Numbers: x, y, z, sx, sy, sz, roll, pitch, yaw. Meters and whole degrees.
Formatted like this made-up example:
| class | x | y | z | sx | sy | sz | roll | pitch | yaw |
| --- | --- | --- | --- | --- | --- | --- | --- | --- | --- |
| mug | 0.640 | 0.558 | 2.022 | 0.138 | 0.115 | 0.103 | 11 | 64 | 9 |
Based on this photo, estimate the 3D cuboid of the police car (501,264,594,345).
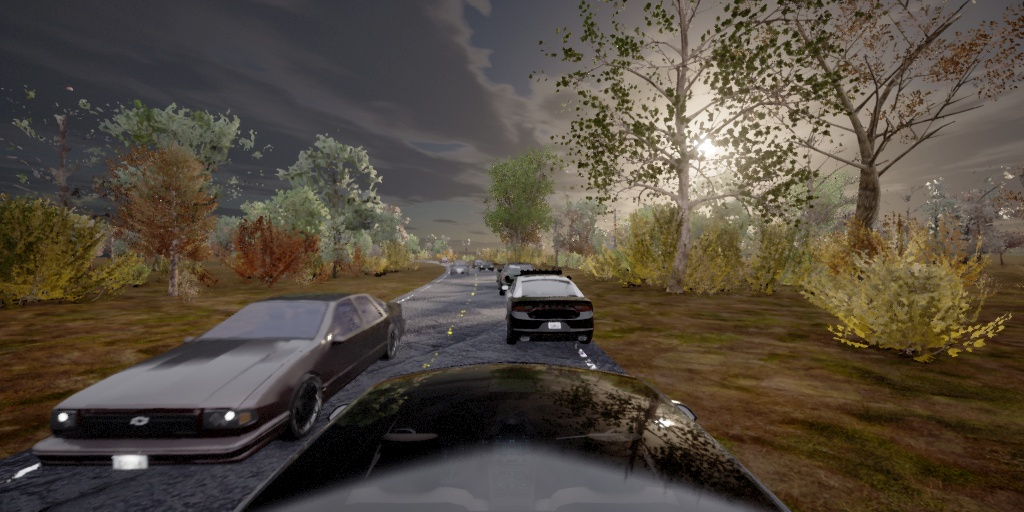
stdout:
| class | x | y | z | sx | sy | sz | roll | pitch | yaw |
| --- | --- | --- | --- | --- | --- | --- | --- | --- | --- |
| police car | 0.768 | 1.174 | 9.698 | 1.930 | 1.638 | 5.238 | 0 | 0 | -2 |

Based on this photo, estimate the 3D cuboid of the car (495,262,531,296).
| class | x | y | z | sx | sy | sz | roll | pitch | yaw |
| --- | --- | --- | --- | --- | --- | --- | --- | --- | --- |
| car | 0.298 | 1.099 | 19.626 | 2.097 | 1.767 | 4.553 | 0 | 0 | -4 |

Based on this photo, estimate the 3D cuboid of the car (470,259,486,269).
| class | x | y | z | sx | sy | sz | roll | pitch | yaw |
| --- | --- | --- | --- | --- | --- | --- | --- | --- | --- |
| car | -5.571 | 1.289 | 58.833 | 2.033 | 1.411 | 5.357 | 0 | 0 | -11 |

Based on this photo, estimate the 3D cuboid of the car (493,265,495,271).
| class | x | y | z | sx | sy | sz | roll | pitch | yaw |
| --- | --- | --- | --- | --- | --- | --- | --- | --- | --- |
| car | -0.146 | 1.253 | 25.687 | 1.837 | 1.490 | 4.892 | 0 | 0 | -5 |

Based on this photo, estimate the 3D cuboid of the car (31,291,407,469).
| class | x | y | z | sx | sy | sz | roll | pitch | yaw |
| --- | --- | --- | --- | --- | --- | --- | --- | --- | --- |
| car | -3.167 | 1.297 | 5.592 | 2.033 | 1.411 | 5.357 | 0 | 0 | -1 |

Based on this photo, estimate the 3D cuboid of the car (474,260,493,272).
| class | x | y | z | sx | sy | sz | roll | pitch | yaw |
| --- | --- | --- | --- | --- | --- | --- | --- | --- | --- |
| car | -3.479 | 1.345 | 46.593 | 1.895 | 1.301 | 4.718 | 0 | 0 | -9 |

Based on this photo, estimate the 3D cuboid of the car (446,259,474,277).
| class | x | y | z | sx | sy | sz | roll | pitch | yaw |
| --- | --- | --- | --- | --- | --- | --- | --- | --- | --- |
| car | -5.194 | 1.238 | 35.938 | 2.128 | 1.511 | 4.902 | 0 | 0 | -7 |
